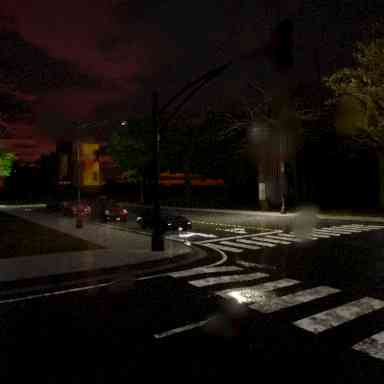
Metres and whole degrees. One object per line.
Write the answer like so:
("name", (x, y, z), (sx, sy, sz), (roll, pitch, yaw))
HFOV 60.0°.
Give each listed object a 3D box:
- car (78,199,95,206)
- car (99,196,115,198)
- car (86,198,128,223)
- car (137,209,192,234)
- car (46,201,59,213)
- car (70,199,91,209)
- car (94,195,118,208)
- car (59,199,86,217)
("car", (-21.172, 2.100, 66.661), (1.994, 1.385, 4.181), (-1, 0, -35))
("car", (-13.811, 1.782, 50.373), (2.097, 1.767, 4.553), (-1, 0, -35))
("car", (-7.500, 1.717, 29.798), (2.097, 1.767, 4.553), (-1, 0, -35))
("car", (-2.002, 1.819, 22.046), (2.033, 1.411, 5.357), (-1, 0, -29))
("car", (-18.867, 2.035, 46.121), (1.882, 1.535, 5.008), (-1, 0, -35))
("car", (-19.674, 2.079, 58.683), (2.033, 1.411, 5.357), (-1, 0, -35))
("car", (-15.055, 1.653, 57.916), (2.150, 2.045, 5.566), (-1, 0, -35))
("car", (-13.110, 1.812, 37.817), (2.097, 1.767, 4.553), (-1, 0, -35))
